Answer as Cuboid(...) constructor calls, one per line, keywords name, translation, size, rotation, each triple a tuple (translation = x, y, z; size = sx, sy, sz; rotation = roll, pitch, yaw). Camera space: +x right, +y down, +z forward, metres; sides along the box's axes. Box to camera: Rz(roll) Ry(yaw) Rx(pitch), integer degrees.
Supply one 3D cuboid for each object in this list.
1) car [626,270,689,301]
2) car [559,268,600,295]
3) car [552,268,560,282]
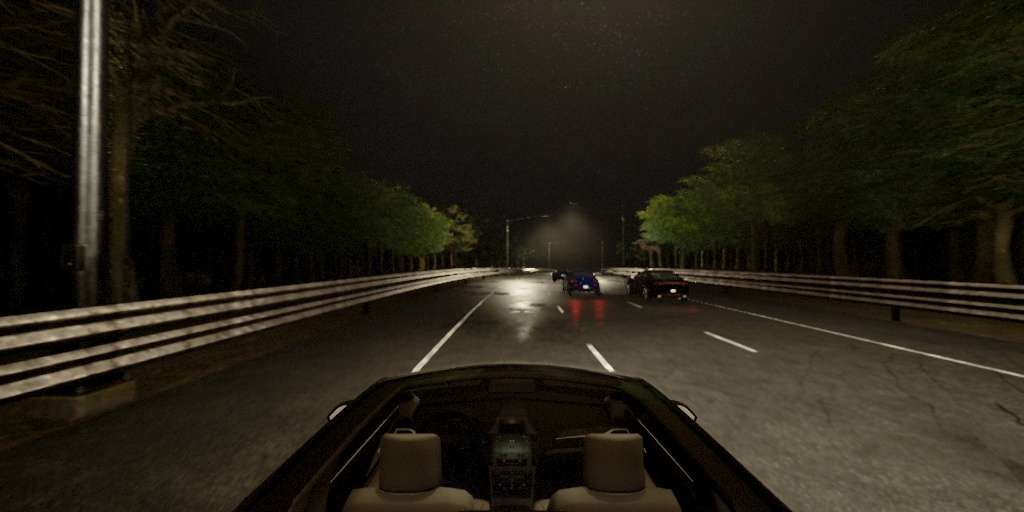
Cuboid(name="car", translation=(7.521, 1.473, 18.995), size=(1.882, 1.535, 5.008), rotation=(0, -1, 2))
Cuboid(name="car", translation=(4.167, 1.574, 21.996), size=(1.812, 1.442, 4.674), rotation=(0, -1, 3))
Cuboid(name="car", translation=(5.385, 2.031, 38.930), size=(1.994, 1.385, 4.181), rotation=(0, -2, 5))
